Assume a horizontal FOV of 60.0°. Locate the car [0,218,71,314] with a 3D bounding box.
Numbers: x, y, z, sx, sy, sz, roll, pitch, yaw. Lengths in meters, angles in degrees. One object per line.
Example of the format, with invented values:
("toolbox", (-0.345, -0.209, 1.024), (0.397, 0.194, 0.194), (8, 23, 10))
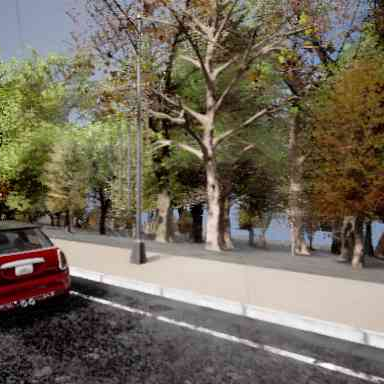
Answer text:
("car", (-4.636, 1.372, 6.993), (4.553, 1.767, 2.097), (0, 0, 36))
